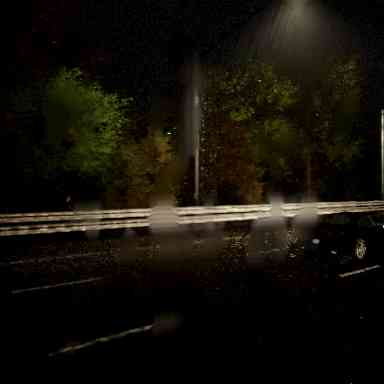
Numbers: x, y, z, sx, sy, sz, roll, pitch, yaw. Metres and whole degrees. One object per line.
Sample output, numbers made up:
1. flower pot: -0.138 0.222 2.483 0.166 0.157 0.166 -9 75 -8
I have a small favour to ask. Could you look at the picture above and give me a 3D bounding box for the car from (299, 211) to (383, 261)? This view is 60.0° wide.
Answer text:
1. car: 6.093 1.461 12.390 5.008 1.535 1.882 0 0 -35
